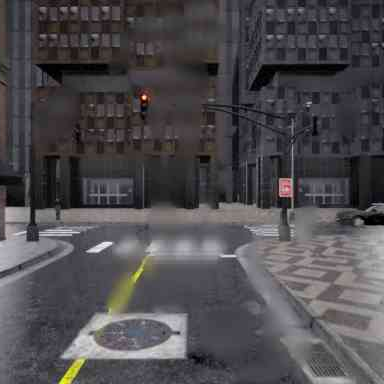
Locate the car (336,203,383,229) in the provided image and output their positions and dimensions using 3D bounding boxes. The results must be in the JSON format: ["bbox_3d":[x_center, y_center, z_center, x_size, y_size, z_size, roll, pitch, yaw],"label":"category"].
[{"bbox_3d":[11.777,1.458,21.124,5.008,1.535,1.882,0,0,1],"label":"car"}]

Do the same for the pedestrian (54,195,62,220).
[{"bbox_3d":[-9.842,1.153,24.394,0.375,1.860,0.375,0,0,1],"label":"pedestrian"}]
